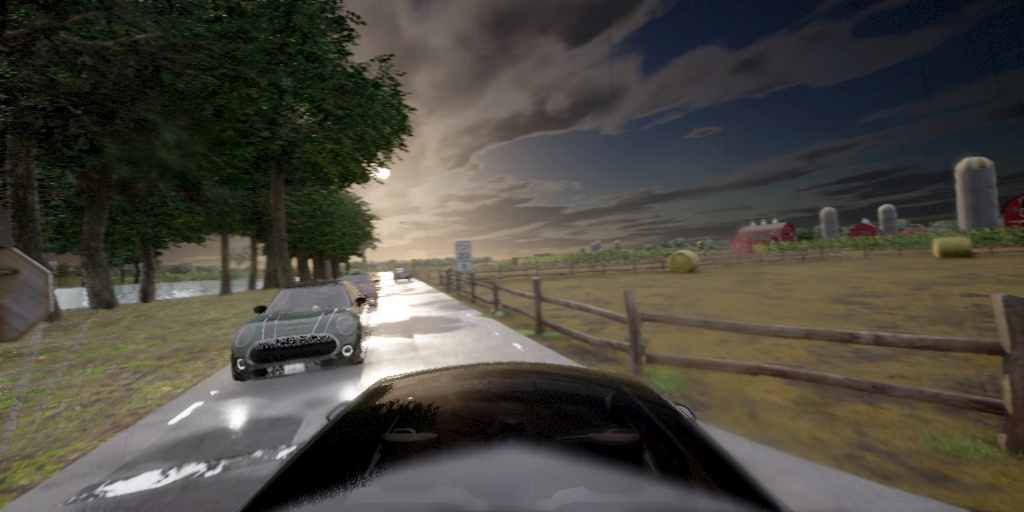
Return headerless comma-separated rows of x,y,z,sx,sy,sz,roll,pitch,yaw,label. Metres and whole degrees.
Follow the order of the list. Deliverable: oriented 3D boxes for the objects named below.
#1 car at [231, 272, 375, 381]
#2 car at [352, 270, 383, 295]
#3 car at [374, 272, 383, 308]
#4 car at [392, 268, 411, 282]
-4.463,1.378,8.234,2.097,1.767,4.553,-3,0,-19,car
-11.340,2.008,28.426,1.882,1.535,5.008,-3,0,-19,car
-7.690,1.606,17.702,2.097,1.767,4.553,-3,0,-19,car
-12.897,2.211,42.080,2.128,1.511,4.902,-3,0,-19,car
